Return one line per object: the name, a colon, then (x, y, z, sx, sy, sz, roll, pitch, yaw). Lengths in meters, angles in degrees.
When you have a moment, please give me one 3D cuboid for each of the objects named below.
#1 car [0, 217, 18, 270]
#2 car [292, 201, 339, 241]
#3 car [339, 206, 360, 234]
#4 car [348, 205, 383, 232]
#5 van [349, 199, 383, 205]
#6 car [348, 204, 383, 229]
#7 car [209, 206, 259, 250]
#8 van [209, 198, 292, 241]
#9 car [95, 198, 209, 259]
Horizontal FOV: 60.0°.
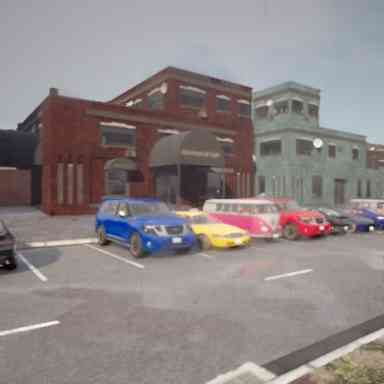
car: (-6.650, 1.465, 10.253, 2.231, 1.521, 4.892, 1, 0, -36)
car: (4.672, 1.383, 18.308, 2.435, 2.045, 5.566, 1, -1, -36)
car: (6.920, 1.674, 19.939, 2.231, 1.521, 4.892, 1, -1, -36)
car: (9.194, 1.740, 21.534, 2.163, 1.488, 4.792, 1, -1, -35)
van: (13.636, 1.566, 24.885, 1.878, 1.987, 4.442, 1, -1, -36)
car: (11.339, 1.789, 23.098, 2.002, 1.452, 4.674, 1, -1, -36)
car: (0.239, 1.560, 14.950, 1.946, 1.575, 5.366, 1, -1, -36)
van: (2.463, 1.373, 16.623, 1.878, 1.987, 4.442, 1, -1, -36)
car: (-2.111, 1.277, 13.466, 2.435, 2.045, 5.566, 1, 0, -36)
